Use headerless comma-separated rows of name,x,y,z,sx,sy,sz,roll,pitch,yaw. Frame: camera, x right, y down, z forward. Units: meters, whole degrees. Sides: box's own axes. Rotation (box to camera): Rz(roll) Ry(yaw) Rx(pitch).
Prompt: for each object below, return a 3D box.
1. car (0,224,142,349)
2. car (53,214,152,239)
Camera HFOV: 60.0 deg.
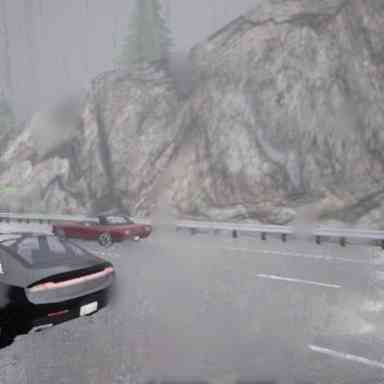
car,-3.550,1.522,6.248,4.902,1.511,2.128,0,0,33
car,-4.188,1.647,14.979,4.718,1.301,1.895,0,0,32
